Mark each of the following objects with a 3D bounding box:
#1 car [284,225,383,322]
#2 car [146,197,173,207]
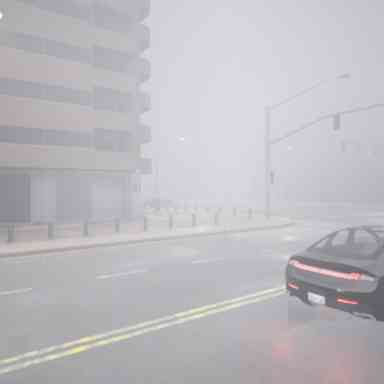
[{"bbox_3d":[3.929,1.417,6.549,4.902,1.511,2.128,-1,0,-35],"label":"car"},{"bbox_3d":[-4.388,1.307,45.034,1.895,1.301,4.718,-1,0,-35],"label":"car"}]
